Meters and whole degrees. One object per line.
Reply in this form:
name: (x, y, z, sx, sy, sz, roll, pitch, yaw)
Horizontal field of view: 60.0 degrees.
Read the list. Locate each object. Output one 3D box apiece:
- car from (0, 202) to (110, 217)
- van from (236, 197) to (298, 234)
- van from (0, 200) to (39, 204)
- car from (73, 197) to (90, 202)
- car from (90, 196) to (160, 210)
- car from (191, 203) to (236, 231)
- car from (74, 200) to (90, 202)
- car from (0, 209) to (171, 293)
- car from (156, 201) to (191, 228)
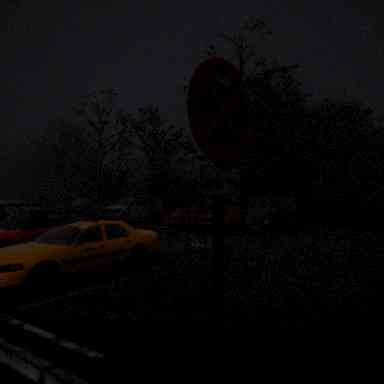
car: (-5.363, 1.391, 11.161, 2.185, 1.767, 4.553, -1, 0, 35)
van: (4.531, 1.267, 19.016, 1.878, 1.987, 4.442, -1, 0, 35)
van: (-7.798, 1.325, 12.980, 1.878, 1.987, 4.442, -1, -1, 35)
car: (-9.032, 1.470, 28.648, 2.435, 2.045, 5.566, -1, -1, 35)
car: (-4.553, 1.364, 25.523, 2.435, 2.045, 5.566, -1, -1, 35)
car: (2.422, 1.510, 20.871, 1.946, 1.575, 5.366, -1, 0, 35)
car: (-6.827, 1.669, 27.136, 2.231, 1.521, 4.892, -1, -1, 35)
car: (-3.101, 1.492, 9.303, 1.946, 1.575, 5.366, -1, 0, 35)
car: (0.247, 1.536, 22.404, 1.946, 1.575, 5.366, -1, -1, 35)
